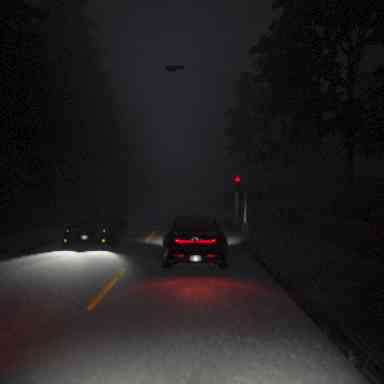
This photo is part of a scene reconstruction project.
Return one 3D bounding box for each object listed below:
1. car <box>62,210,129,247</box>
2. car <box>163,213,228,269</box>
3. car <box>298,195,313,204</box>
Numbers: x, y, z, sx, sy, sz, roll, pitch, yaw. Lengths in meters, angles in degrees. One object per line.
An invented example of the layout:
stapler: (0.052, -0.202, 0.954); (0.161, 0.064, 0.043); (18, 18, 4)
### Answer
car: (-4.009, 1.490, 14.390); (1.994, 1.385, 4.181); (0, 0, 0)
car: (0.093, 1.449, 10.973); (1.837, 1.490, 4.892); (0, 0, 0)
car: (15.769, 1.059, 47.549); (1.994, 1.381, 4.181); (0, 0, 0)
